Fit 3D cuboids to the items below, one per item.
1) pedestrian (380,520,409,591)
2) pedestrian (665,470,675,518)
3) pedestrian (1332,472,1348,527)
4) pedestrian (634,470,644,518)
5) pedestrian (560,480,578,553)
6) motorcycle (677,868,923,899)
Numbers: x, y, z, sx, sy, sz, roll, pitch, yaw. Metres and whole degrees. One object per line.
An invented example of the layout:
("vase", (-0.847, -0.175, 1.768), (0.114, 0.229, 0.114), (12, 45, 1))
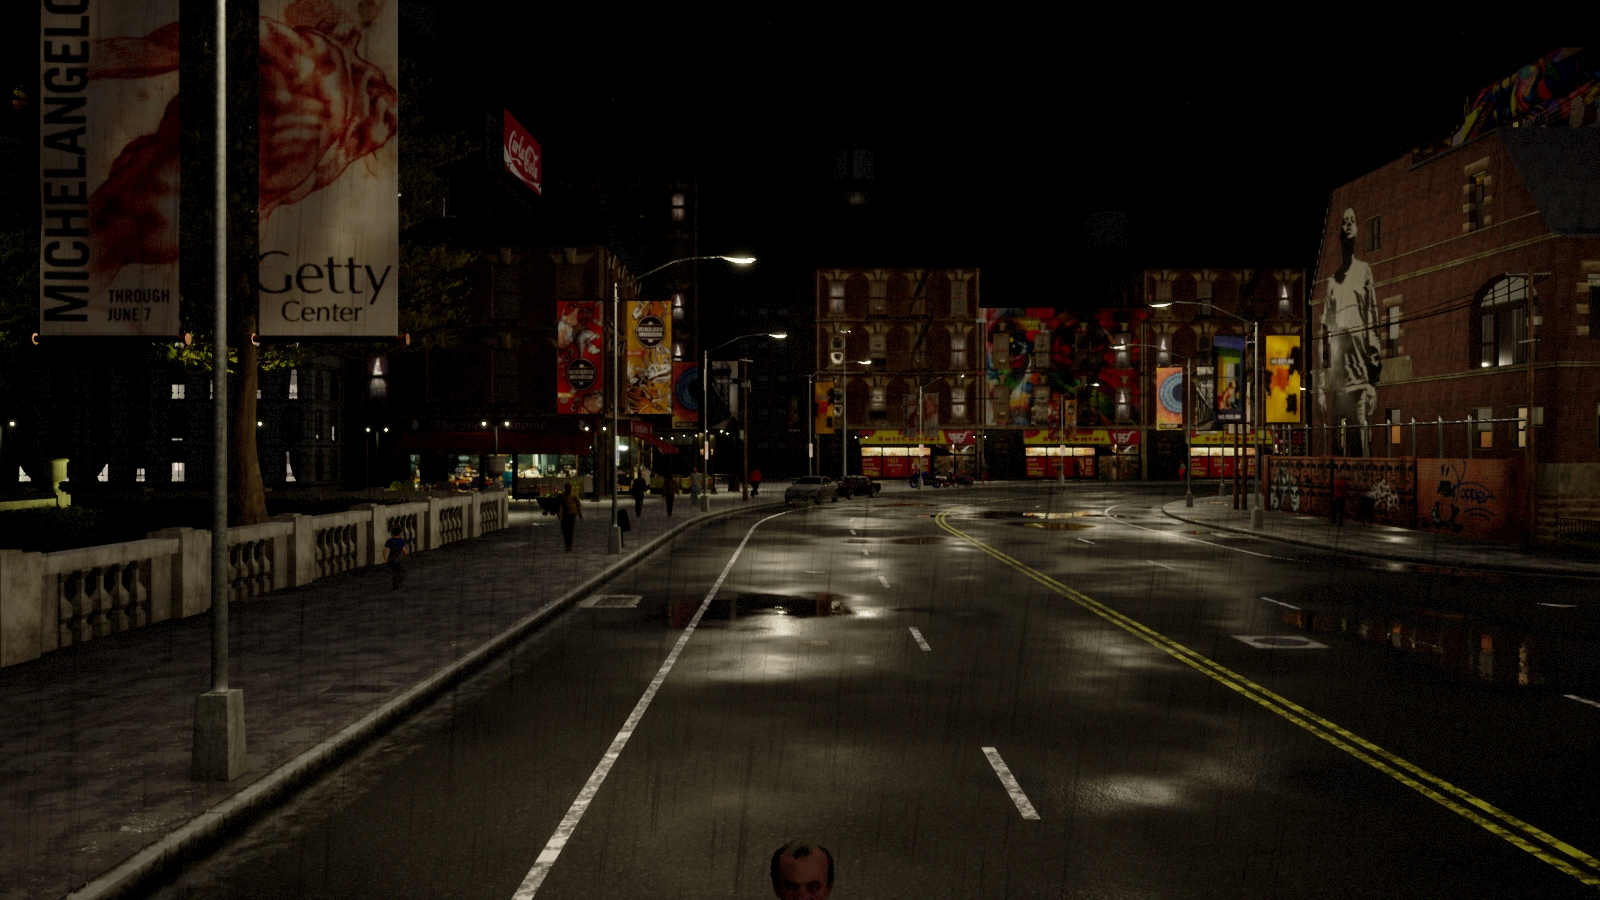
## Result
("pedestrian", (-7.617, 1.978, 21.482), (0.375, 1.300, 0.375), (0, 0, 8))
("pedestrian", (-5.070, 1.696, 44.420), (0.375, 1.860, 0.375), (0, 0, -6))
("pedestrian", (18.567, 1.696, 39.268), (0.375, 1.860, 0.375), (0, 0, 1))
("pedestrian", (-6.265, 1.696, 44.403), (0.375, 1.860, 0.375), (0, 0, -6))
("pedestrian", (-5.931, 1.696, 29.309), (0.375, 1.860, 0.375), (0, 0, 1))
("motorcycle", (-0.002, 2.182, 3.374), (0.856, 1.236, 1.805), (0, 0, 0))
